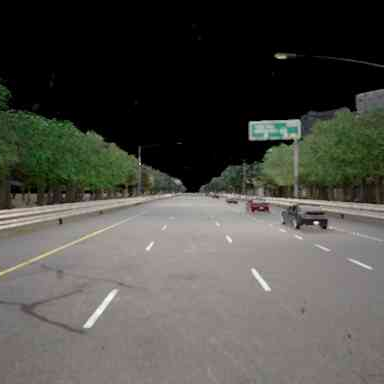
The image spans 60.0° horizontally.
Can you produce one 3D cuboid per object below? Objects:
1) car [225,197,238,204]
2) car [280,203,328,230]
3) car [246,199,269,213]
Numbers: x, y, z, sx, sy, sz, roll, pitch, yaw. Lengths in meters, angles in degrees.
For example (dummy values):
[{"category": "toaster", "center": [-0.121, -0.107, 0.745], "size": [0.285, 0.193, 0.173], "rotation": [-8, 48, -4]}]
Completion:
[{"category": "car", "center": [7.141, 1.555, 60.801], "size": [1.895, 1.301, 4.718], "rotation": [0, 0, 0]}, {"category": "car", "center": [7.022, 1.499, 21.189], "size": [1.837, 1.490, 4.892], "rotation": [0, 0, 0]}, {"category": "car", "center": [7.065, 1.474, 36.221], "size": [1.882, 1.535, 5.008], "rotation": [0, 0, 0]}]
